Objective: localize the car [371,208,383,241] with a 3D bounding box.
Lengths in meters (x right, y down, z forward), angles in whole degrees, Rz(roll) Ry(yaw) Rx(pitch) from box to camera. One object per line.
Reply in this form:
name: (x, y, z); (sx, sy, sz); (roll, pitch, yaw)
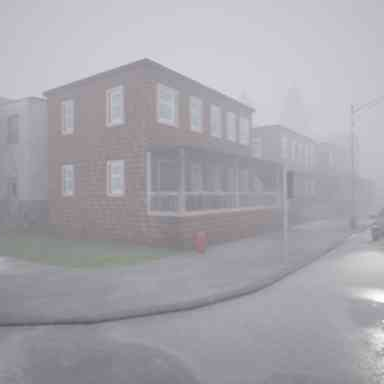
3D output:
car: (9.909, 1.502, 16.023); (2.128, 1.511, 4.902); (-1, 0, 36)
